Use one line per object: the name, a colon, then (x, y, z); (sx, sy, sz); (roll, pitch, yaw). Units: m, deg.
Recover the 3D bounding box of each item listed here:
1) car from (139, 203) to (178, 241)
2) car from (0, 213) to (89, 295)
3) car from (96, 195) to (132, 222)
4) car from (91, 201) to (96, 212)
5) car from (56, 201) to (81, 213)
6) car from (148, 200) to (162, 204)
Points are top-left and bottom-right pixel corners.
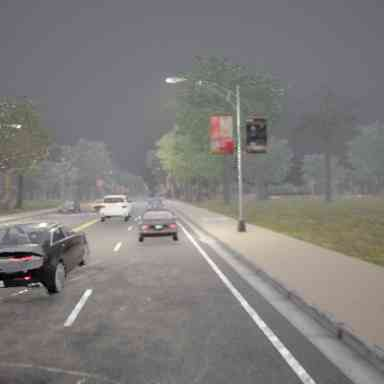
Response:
car: (-1.703, 1.543, 16.708); (2.033, 1.411, 5.357); (-1, 0, -6)
car: (-4.039, 1.554, 8.783); (2.128, 1.511, 4.902); (-1, 0, -7)
car: (-6.276, 1.306, 27.946); (2.150, 2.045, 5.566); (-1, 0, -7)
car: (-11.311, 1.677, 41.583); (1.882, 1.535, 5.008); (-1, 0, -6)
car: (-14.284, 1.790, 38.987); (1.812, 1.442, 4.674); (-1, 0, -6)
car: (-4.108, 1.585, 37.423); (2.033, 1.411, 5.357); (-1, 0, -7)
